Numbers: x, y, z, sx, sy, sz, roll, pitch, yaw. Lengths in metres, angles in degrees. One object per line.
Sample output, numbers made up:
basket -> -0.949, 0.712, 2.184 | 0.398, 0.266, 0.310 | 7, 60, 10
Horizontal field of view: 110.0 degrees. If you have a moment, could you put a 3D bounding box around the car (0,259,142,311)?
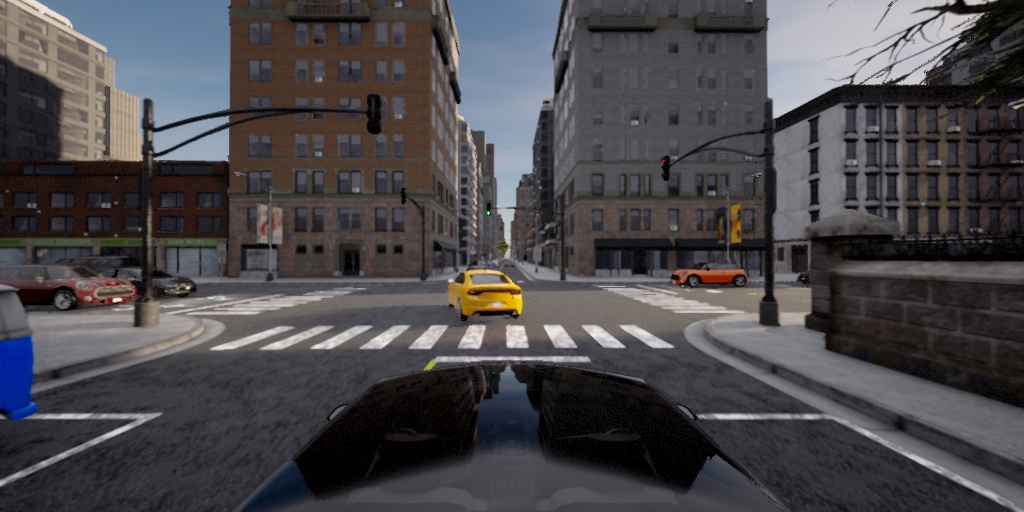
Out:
car -> -17.639, 1.128, 13.977 | 4.553, 1.767, 2.097 | 0, 0, -1

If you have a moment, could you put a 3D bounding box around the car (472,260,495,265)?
car -> -3.178, 1.194, 35.234 | 2.097, 1.767, 4.553 | 0, 0, 1

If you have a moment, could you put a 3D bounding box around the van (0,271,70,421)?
van -> -5.856, 1.092, 2.045 | 1.690, 1.789, 3.998 | 0, 0, 0

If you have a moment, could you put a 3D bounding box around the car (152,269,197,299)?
car -> -18.008, 1.303, 17.221 | 4.892, 1.490, 1.837 | 0, 0, -1

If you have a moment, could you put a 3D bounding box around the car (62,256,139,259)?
car -> -24.496, 1.046, 20.618 | 5.566, 2.045, 2.150 | 0, 0, -1

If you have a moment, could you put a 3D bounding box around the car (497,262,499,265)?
car -> -3.308, 1.444, 54.194 | 2.033, 1.411, 5.357 | 0, 0, 0

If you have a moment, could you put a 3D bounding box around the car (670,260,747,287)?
car -> 13.182, 1.166, 24.283 | 4.553, 1.767, 2.097 | 0, 0, -1

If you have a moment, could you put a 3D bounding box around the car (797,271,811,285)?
car -> 22.208, 1.306, 24.385 | 4.892, 1.490, 1.837 | 0, 0, -1

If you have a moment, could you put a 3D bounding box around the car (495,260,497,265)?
car -> -3.231, 1.345, 44.342 | 1.882, 1.535, 5.008 | 0, 0, 0

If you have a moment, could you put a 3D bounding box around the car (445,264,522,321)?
car -> -1.150, 1.236, 12.729 | 1.882, 1.535, 5.008 | 1, 0, -17
